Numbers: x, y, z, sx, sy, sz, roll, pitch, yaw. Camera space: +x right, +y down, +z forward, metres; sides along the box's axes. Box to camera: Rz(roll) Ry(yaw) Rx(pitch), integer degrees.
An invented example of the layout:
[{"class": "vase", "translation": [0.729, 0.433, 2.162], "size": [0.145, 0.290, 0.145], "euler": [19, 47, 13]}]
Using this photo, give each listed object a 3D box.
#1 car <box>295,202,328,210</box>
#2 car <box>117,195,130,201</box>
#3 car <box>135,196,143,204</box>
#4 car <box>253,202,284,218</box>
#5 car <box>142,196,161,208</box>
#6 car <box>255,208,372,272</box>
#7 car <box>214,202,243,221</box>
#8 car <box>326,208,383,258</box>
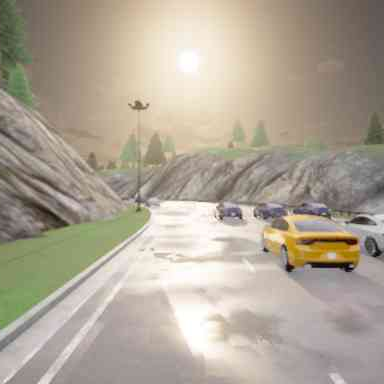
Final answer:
[{"class": "car", "translation": [9.979, 1.551, 27.922], "size": [1.812, 1.442, 4.674], "euler": [0, 0, -5]}, {"class": "car", "translation": [-16.205, 1.451, 78.326], "size": [1.812, 1.442, 4.674], "euler": [0, 0, -31]}, {"class": "car", "translation": [-9.921, 1.545, 65.534], "size": [2.128, 1.511, 4.902], "euler": [0, 0, -25]}, {"class": "car", "translation": [6.479, 1.551, 27.870], "size": [1.812, 1.442, 4.674], "euler": [0, 0, -5]}, {"class": "car", "translation": [-5.945, 1.570, 50.409], "size": [1.812, 1.442, 4.674], "euler": [0, 0, -16]}, {"class": "car", "translation": [3.562, 1.488, 10.927], "size": [1.882, 1.535, 5.008], "euler": [0, -1, 0]}, {"class": "car", "translation": [2.978, 1.550, 27.826], "size": [1.812, 1.442, 4.674], "euler": [0, 0, -5]}, {"class": "car", "translation": [7.062, 1.537, 12.739], "size": [1.812, 1.442, 4.674], "euler": [0, 0, 0]}]
